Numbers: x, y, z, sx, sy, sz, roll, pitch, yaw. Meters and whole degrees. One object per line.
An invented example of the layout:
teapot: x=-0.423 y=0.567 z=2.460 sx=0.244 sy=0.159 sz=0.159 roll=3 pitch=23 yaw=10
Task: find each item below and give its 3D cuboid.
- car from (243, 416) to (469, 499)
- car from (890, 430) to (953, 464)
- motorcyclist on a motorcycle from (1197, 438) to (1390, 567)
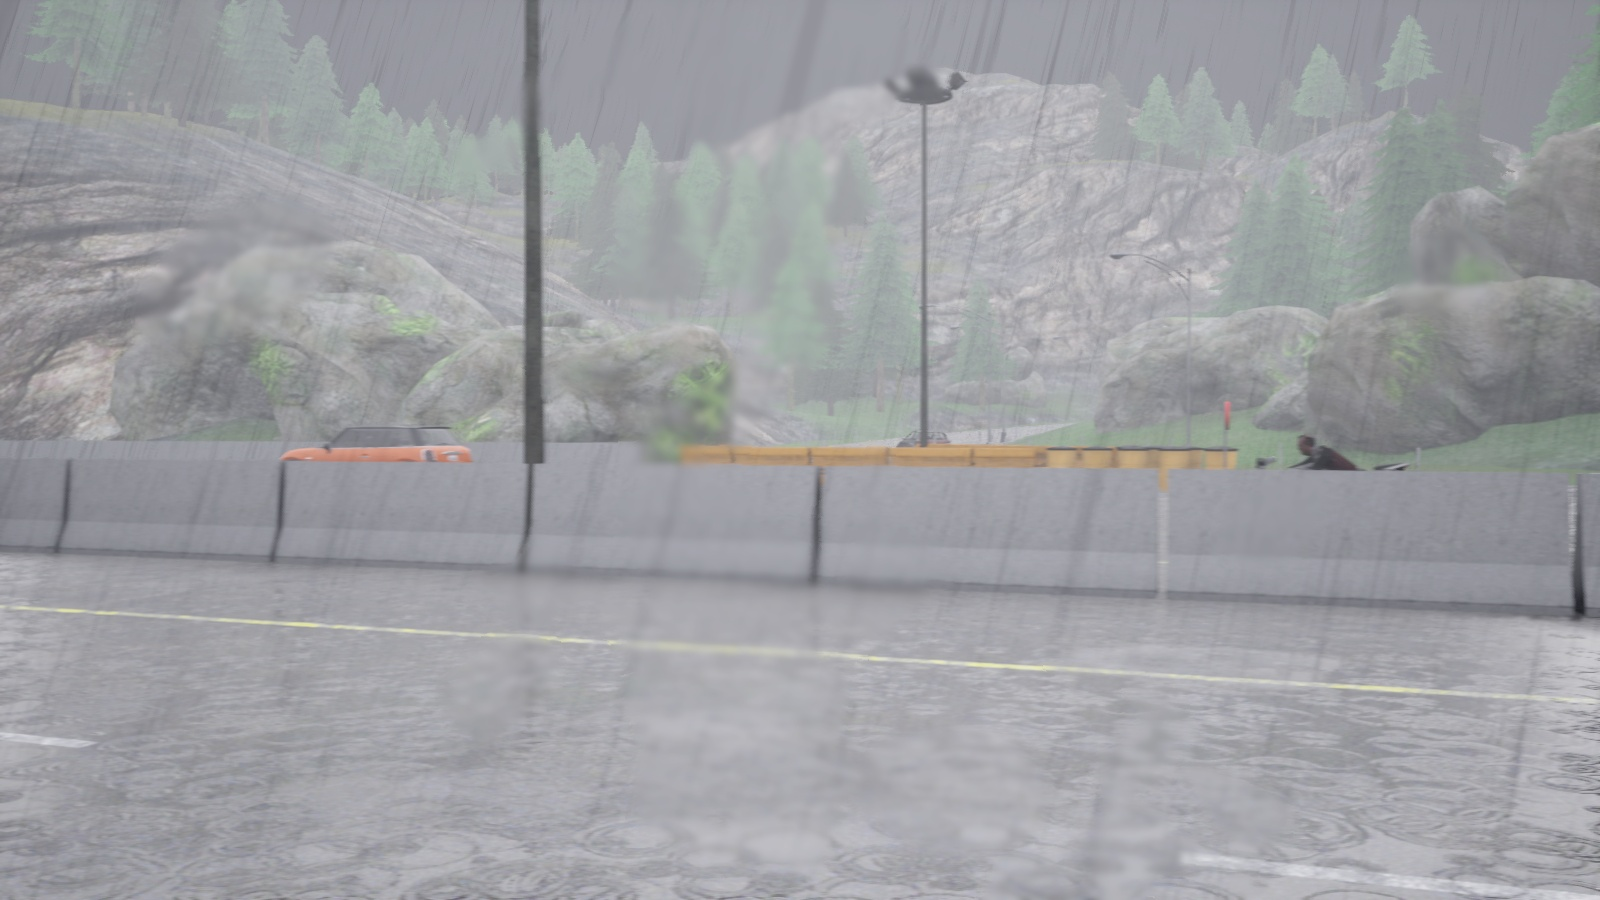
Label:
car: x=-10.137 y=0.127 z=28.757 sx=4.553 sy=1.767 sz=2.097 roll=1 pitch=1 yaw=19
car: x=5.504 y=-0.168 z=57.438 sx=1.816 sy=1.474 sz=4.193 roll=0 pitch=2 yaw=-9
motorcyclist on a motorcycle: x=6.189 y=0.631 z=15.881 sx=2.191 sy=1.530 sz=0.866 roll=1 pitch=1 yaw=19
